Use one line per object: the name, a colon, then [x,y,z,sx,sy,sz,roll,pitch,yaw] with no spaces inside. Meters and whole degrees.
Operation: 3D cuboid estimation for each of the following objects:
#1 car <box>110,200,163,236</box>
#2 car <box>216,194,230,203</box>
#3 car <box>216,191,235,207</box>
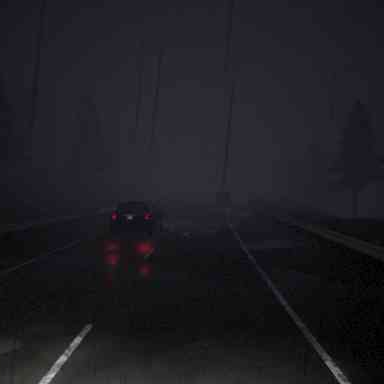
car: [-2.821,1.224,17.851,2.097,1.767,4.553,0,0,3]
car: [5.781,1.124,61.163,2.033,1.411,5.357,0,0,11]
car: [4.356,0.916,44.620,2.150,2.045,5.566,0,0,8]
